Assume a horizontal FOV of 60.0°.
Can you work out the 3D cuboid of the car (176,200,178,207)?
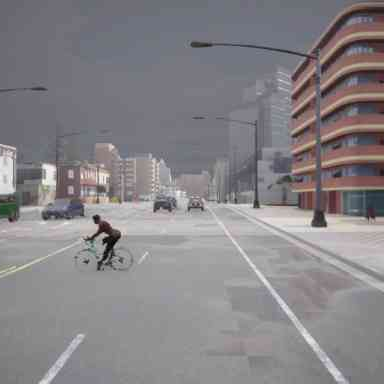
[{"bbox_3d":[-3.048,1.403,46.376,2.033,1.411,5.357,0,0,1],"label":"car"}]

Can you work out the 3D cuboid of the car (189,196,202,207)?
[{"bbox_3d":[0.499,1.389,48.812,1.812,1.442,4.674,0,-1,1],"label":"car"}]

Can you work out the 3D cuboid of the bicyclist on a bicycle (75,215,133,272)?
[{"bbox_3d":[-2.488,1.453,9.314,1.656,1.620,0.582,-2,0,0],"label":"bicyclist on a bicycle"}]

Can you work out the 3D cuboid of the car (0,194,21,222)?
[{"bbox_3d":[-13.901,1.193,22.578,2.150,2.045,5.566,0,0,1],"label":"car"}]

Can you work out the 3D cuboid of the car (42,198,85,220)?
[{"bbox_3d":[-10.338,1.287,27.027,2.097,1.767,4.553,0,0,1],"label":"car"}]

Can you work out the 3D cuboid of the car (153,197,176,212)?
[{"bbox_3d":[-3.099,1.375,36.320,1.837,1.490,4.892,0,0,1],"label":"car"}]

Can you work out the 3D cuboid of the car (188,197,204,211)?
[{"bbox_3d":[0.431,1.399,38.333,2.033,1.411,5.357,0,0,1],"label":"car"}]
